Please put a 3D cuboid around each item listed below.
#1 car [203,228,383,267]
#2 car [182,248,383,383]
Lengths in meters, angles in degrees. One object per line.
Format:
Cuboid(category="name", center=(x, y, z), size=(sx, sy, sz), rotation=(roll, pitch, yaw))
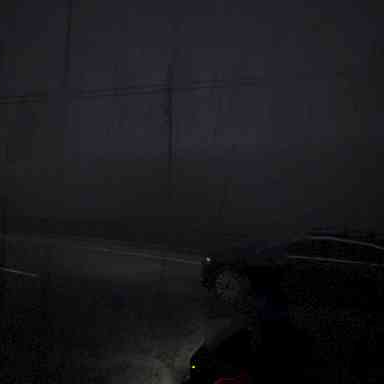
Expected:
Cuboid(category="car", center=(2.451, 1.442, 6.289), size=(4.902, 1.511, 2.128), rotation=(1, 1, 35))
Cuboid(category="car", center=(2.511, 1.546, 2.203), size=(5.357, 1.411, 2.033), rotation=(1, 1, 35))
